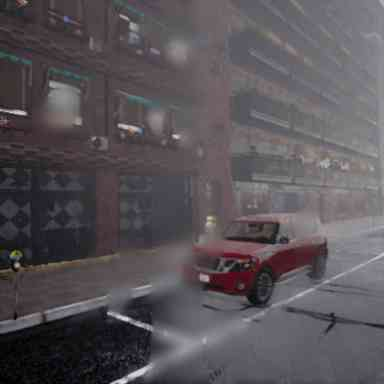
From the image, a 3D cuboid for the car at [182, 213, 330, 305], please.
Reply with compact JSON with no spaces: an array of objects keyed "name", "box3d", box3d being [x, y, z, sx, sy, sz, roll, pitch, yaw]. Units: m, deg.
[{"name":"car","box3d":[1.995,1.560,9.035,2.192,1.841,5.009,-2,-2,43]}]
